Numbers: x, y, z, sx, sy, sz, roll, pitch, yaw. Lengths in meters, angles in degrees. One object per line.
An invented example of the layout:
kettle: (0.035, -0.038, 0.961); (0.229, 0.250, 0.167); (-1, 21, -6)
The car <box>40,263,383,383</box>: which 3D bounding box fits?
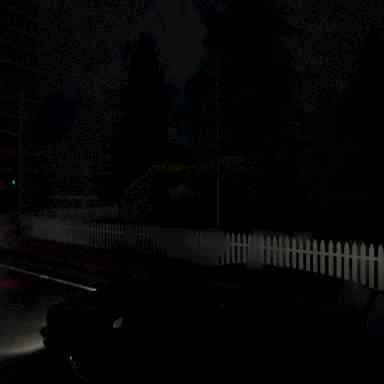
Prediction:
car: (0.606, 1.547, 3.562); (5.357, 1.411, 2.033); (0, 0, 36)
